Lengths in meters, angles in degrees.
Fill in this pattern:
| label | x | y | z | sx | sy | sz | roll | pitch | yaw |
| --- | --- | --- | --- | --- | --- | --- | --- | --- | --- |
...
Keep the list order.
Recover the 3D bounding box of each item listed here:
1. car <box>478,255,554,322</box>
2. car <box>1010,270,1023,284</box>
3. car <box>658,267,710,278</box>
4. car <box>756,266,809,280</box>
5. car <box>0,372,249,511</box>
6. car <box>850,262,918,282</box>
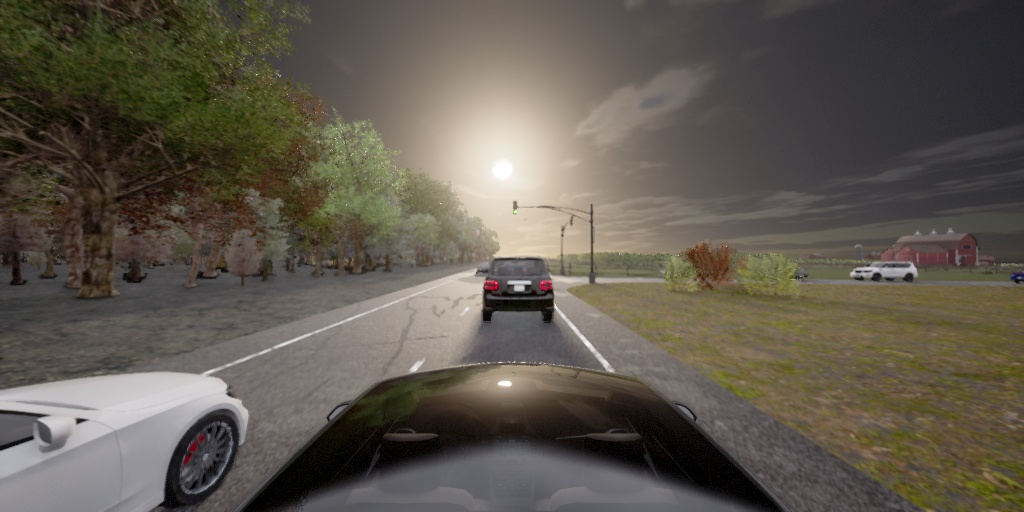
| label | x | y | z | sx | sy | sz | roll | pitch | yaw |
| --- | --- | --- | --- | --- | --- | --- | --- | --- | --- |
| car | 0.108 | 1.022 | 12.604 | 2.150 | 2.045 | 5.566 | 0 | -1 | -2 |
| car | 50.376 | 1.924 | 33.803 | 5.008 | 1.535 | 1.882 | 1 | -1 | 1 |
| car | 17.952 | 1.774 | 37.599 | 4.718 | 1.301 | 1.895 | 1 | -1 | 1 |
| car | 28.223 | 1.776 | 37.534 | 4.902 | 1.511 | 2.128 | 1 | -1 | 0 |
| car | -3.399 | 1.274 | 1.416 | 1.812 | 1.442 | 4.674 | 0 | 0 | 0 |
| car | 38.854 | 1.621 | 37.483 | 5.566 | 2.045 | 2.150 | 1 | -1 | 0 |
